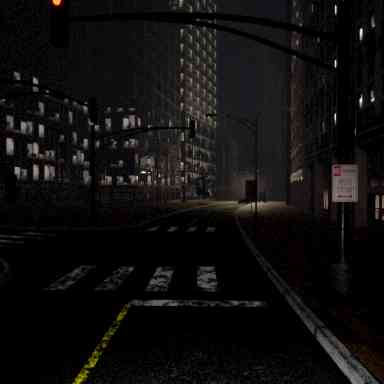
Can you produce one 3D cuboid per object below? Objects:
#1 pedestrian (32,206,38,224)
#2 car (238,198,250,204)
[{"bbox_3d":[-9.392,1.345,19.878,0.500,1.100,0.500,0,0,17],"label":"pedestrian"},{"bbox_3d":[10.842,1.864,69.010,1.895,1.301,4.718,0,0,18],"label":"car"}]
